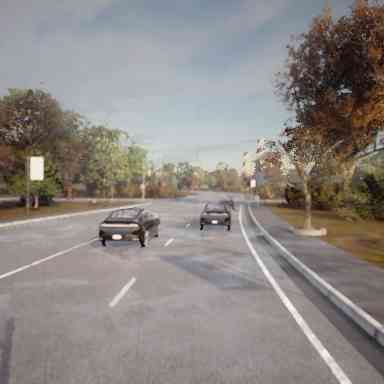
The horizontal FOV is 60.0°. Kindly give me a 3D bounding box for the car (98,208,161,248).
[{"bbox_3d":[-2.595,1.460,14.784,2.128,1.511,4.902,0,0,5],"label":"car"}]

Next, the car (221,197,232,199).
[{"bbox_3d":[4.168,1.395,40.057,1.837,1.490,4.892,0,0,9],"label":"car"}]

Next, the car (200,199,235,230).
[{"bbox_3d":[1.548,1.463,21.063,2.128,1.511,4.902,0,0,6],"label":"car"}]
